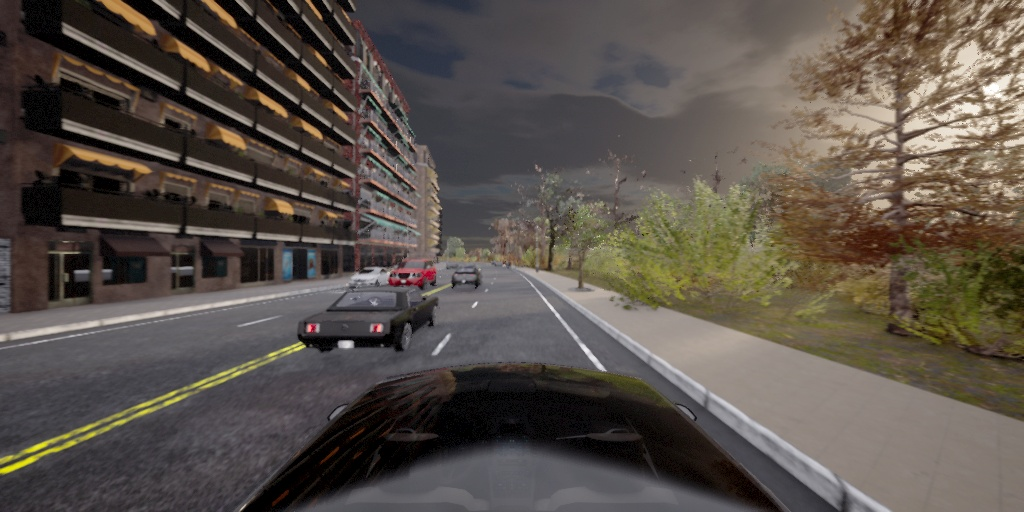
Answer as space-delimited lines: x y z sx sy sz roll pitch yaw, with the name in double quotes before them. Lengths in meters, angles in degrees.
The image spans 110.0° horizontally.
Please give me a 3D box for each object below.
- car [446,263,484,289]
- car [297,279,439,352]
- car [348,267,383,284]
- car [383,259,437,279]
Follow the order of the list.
"car" -3.174 1.495 25.939 2.128 1.511 4.902 0 -1 0
"car" -3.154 1.427 9.057 1.895 1.301 4.718 0 -1 0
"car" -9.872 1.524 25.492 1.812 1.442 4.674 0 -1 0
"car" -6.617 1.210 24.604 2.150 2.045 5.566 0 0 0
